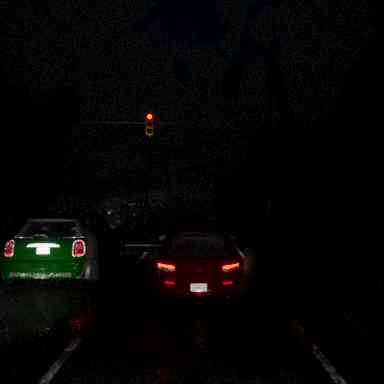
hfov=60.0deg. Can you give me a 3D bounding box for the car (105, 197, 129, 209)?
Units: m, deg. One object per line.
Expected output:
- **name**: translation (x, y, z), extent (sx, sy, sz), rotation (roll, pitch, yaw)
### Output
- **car**: translation (-10.280, 1.492, 45.733), extent (2.128, 1.511, 4.902), rotation (0, 0, 1)

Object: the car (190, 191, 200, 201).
- **car**: translation (0.591, 0.845, 66.688), extent (2.097, 1.767, 4.553), rotation (0, 3, 0)

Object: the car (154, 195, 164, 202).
- **car**: translation (-6.573, 1.216, 64.368), extent (1.895, 1.301, 4.718), rotation (0, 3, 1)

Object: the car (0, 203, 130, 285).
- **car**: translation (-3.360, 1.352, 9.659), extent (2.097, 1.767, 4.553), rotation (0, 0, 0)

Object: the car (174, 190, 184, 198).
- **car**: translation (-2.927, 0.510, 76.557), extent (2.128, 1.511, 4.902), rotation (0, 3, 0)

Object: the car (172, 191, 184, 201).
- **car**: translation (-2.911, 0.985, 66.447), extent (1.882, 1.535, 5.008), rotation (0, 3, 1)

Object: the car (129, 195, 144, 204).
- **car**: translation (-10.118, 1.329, 61.277), extent (1.994, 1.385, 4.181), rotation (0, 2, 1)

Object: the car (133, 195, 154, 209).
- **car**: translation (-6.783, 1.504, 45.467), extent (1.837, 1.490, 4.892), rotation (0, 0, 1)

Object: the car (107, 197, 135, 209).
- **car**: translation (-6.912, 1.491, 30.306), extent (2.128, 1.511, 4.902), rotation (0, 0, 0)

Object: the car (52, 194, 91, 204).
- **car**: translation (-10.423, 1.222, 28.838), extent (2.150, 2.045, 5.566), rotation (0, 0, 0)

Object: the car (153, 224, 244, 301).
- **car**: translation (0.132, 1.526, 8.192), extent (1.812, 1.442, 4.674), rotation (0, 0, 0)

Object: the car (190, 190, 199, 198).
- **car**: translation (0.575, 0.473, 76.766), extent (1.837, 1.490, 4.892), rotation (0, 3, 0)
